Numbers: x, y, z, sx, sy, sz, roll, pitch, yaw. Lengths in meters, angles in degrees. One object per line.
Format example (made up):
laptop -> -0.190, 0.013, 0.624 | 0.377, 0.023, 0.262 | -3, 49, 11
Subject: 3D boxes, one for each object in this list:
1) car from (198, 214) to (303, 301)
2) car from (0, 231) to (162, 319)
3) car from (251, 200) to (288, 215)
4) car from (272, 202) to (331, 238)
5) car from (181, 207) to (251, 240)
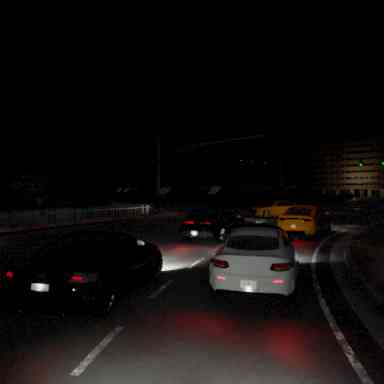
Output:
car -> 1.641, 1.526, 8.345 | 1.812, 1.442, 4.674 | 0, 0, 15
car -> -2.118, 1.564, 7.531 | 1.994, 1.385, 4.181 | 0, 0, 12
car -> 7.411, 1.506, 29.254 | 5.008, 1.535, 1.882 | 0, -1, -21
car -> 6.171, 1.478, 17.966 | 1.882, 1.535, 5.008 | 0, 0, 32
car -> 1.179, 1.505, 16.449 | 1.837, 1.490, 4.892 | 0, 0, 26
